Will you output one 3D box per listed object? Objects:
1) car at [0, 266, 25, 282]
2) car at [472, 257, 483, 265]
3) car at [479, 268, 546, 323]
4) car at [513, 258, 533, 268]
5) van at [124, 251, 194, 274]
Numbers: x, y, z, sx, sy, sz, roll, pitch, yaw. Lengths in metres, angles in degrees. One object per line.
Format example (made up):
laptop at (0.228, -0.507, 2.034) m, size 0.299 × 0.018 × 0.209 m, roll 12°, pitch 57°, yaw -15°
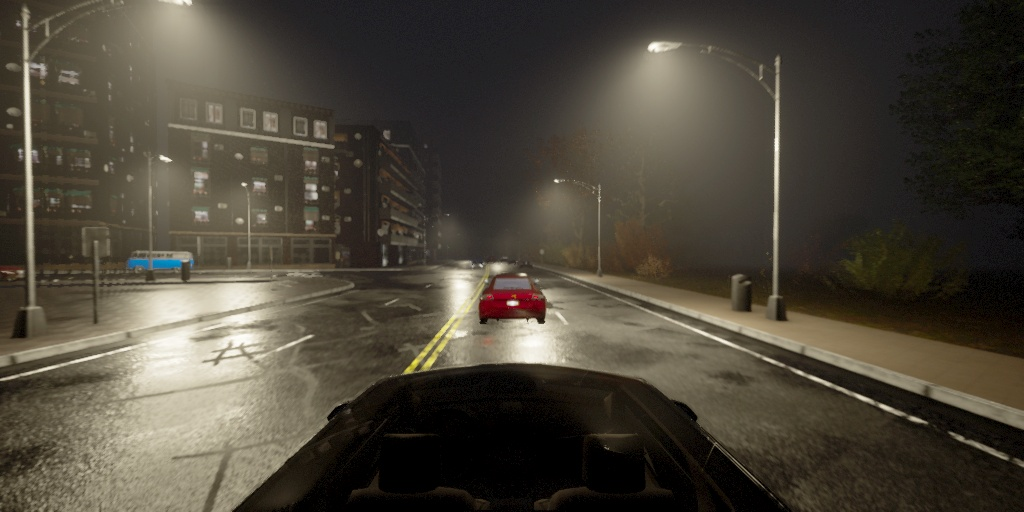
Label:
car at (-28.893, 0.779, 18.821) m, size 4.207 × 1.307 × 1.802 m, roll 0°, pitch 0°, yaw -31°
car at (-6.220, 0.838, 64.412) m, size 1.882 × 1.535 × 5.008 m, roll 0°, pitch 0°, yaw -5°
car at (-0.010, 1.253, 11.825) m, size 1.994 × 1.385 × 4.181 m, roll 0°, pitch 0°, yaw -1°
car at (1.669, 1.002, 48.807) m, size 2.033 × 1.411 × 5.357 m, roll 0°, pitch 0°, yaw -4°
van at (-28.291, 0.500, 28.958) m, size 3.998 × 1.789 × 1.690 m, roll 0°, pitch 0°, yaw -31°
